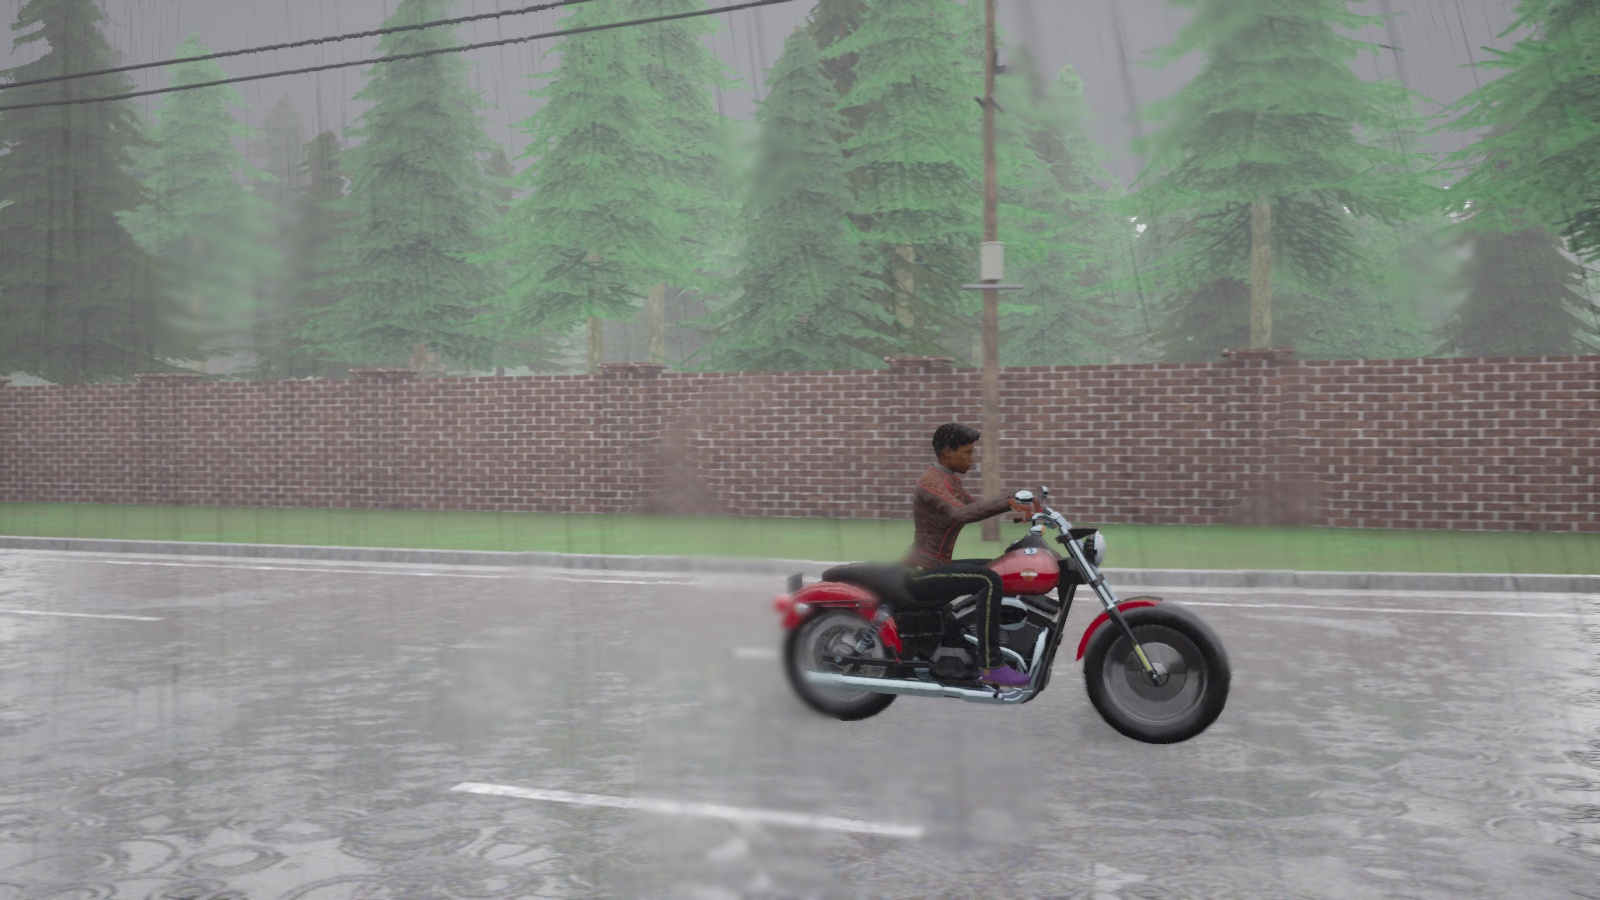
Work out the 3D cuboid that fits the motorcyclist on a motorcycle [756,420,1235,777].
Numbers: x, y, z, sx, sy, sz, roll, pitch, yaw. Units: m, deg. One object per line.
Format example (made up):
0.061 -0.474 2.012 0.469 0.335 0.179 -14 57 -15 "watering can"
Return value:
1.008 0.675 6.545 2.350 1.649 0.766 1 1 19 "motorcyclist on a motorcycle"
